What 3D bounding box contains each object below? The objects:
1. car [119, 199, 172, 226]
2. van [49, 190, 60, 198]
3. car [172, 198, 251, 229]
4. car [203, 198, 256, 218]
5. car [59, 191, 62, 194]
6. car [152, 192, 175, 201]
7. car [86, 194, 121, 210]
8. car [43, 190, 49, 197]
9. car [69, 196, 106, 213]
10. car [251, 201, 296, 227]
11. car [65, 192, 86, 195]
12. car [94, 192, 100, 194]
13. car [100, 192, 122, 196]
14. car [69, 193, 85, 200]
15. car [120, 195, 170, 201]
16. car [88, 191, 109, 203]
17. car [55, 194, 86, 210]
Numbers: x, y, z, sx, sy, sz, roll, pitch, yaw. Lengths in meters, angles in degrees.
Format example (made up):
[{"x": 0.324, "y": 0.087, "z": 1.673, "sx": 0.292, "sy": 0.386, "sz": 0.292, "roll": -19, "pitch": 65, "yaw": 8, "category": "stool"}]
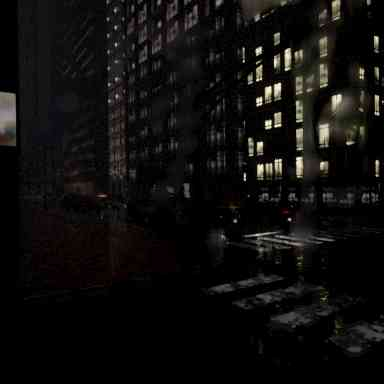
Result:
[{"x": -2.930, "y": 1.455, "z": 22.371, "sx": 2.008, "sy": 1.369, "sz": 4.403, "roll": -1, "pitch": 1, "yaw": -35, "category": "car"}, {"x": -32.510, "y": 0.531, "z": 79.974, "sx": 1.690, "sy": 1.788, "sz": 3.998, "roll": -1, "pitch": 1, "yaw": -35, "category": "van"}, {"x": 1.085, "y": 1.382, "z": 21.034, "sx": 2.128, "sy": 1.511, "sz": 4.902, "roll": -1, "pitch": 1, "yaw": -34, "category": "car"}, {"x": 3.064, "y": 1.278, "z": 28.322, "sx": 1.752, "sy": 1.417, "sz": 4.829, "roll": -1, "pitch": 1, "yaw": -35, "category": "car"}, {"x": -26.105, "y": 0.733, "z": 70.688, "sx": 1.967, "sy": 1.590, "sz": 4.097, "roll": -1, "pitch": 1, "yaw": -35, "category": "car"}, {"x": -3.688, "y": 0.963, "z": 38.177, "sx": 2.192, "sy": 1.841, "sz": 5.009, "roll": -1, "pitch": 1, "yaw": -35, "category": "car"}, {"x": -10.035, "y": 1.246, "z": 37.189, "sx": 1.812, "sy": 1.442, "sz": 4.674, "roll": -1, "pitch": 1, "yaw": -35, "category": "car"}, {"x": -35.712, "y": 0.688, "z": 84.621, "sx": 2.008, "sy": 1.369, "sz": 4.403, "roll": -1, "pitch": 1, "yaw": -35, "category": "car"}, {"x": -10.562, "y": 1.354, "z": 33.390, "sx": 1.947, "sy": 1.339, "sz": 4.313, "roll": -1, "pitch": 1, "yaw": -35, "category": "car"}, {"x": 4.446, "y": 1.351, "z": 21.813, "sx": 1.837, "sy": 1.490, "sz": 4.892, "roll": -1, "pitch": 1, "yaw": -35, "category": "car"}, {"x": -15.912, "y": 1.132, "z": 45.782, "sx": 1.837, "sy": 1.490, "sz": 4.892, "roll": -1, "pitch": 1, "yaw": -34, "category": "car"}, {"x": -16.197, "y": 1.076, "z": 51.759, "sx": 2.033, "sy": 1.411, "sz": 5.357, "roll": -1, "pitch": 1, "yaw": -34, "category": "car"}, {"x": -12.007, "y": 1.009, "z": 51.033, "sx": 1.837, "sy": 1.490, "sz": 4.892, "roll": -1, "pitch": 1, "yaw": -35, "category": "car"}, {"x": -22.903, "y": 0.889, "z": 66.045, "sx": 1.887, "sy": 1.381, "sz": 4.507, "roll": -1, "pitch": 1, "yaw": -35, "category": "car"}, {"x": -4.185, "y": 1.315, "z": 28.689, "sx": 1.837, "sy": 1.490, "sz": 4.892, "roll": -1, "pitch": 1, "yaw": -35, "category": "car"}, {"x": -15.992, "y": 0.795, "z": 56.750, "sx": 2.097, "sy": 1.767, "sz": 4.553, "roll": -1, "pitch": 1, "yaw": -35, "category": "car"}, {"x": -13.766, "y": 1.289, "z": 38.034, "sx": 2.008, "sy": 1.369, "sz": 4.403, "roll": -1, "pitch": 1, "yaw": -35, "category": "car"}]
